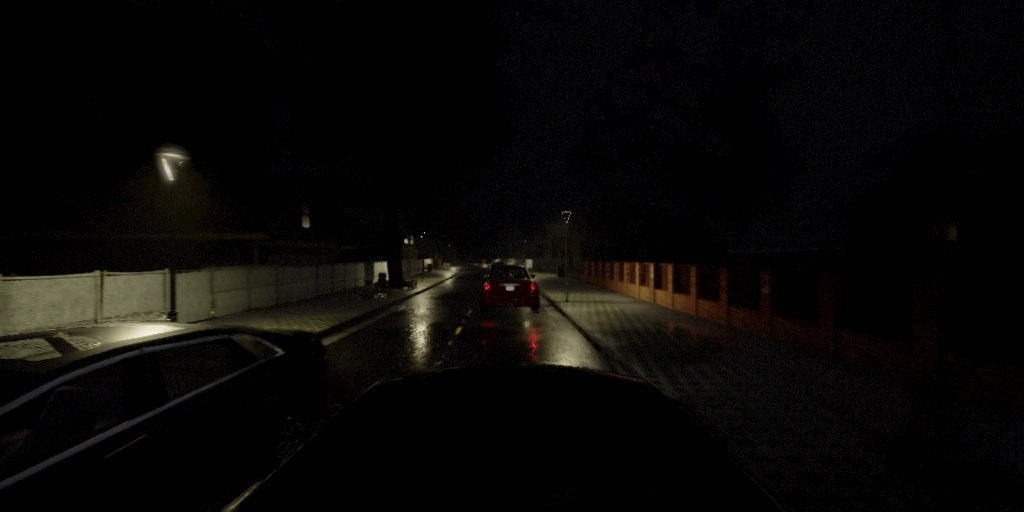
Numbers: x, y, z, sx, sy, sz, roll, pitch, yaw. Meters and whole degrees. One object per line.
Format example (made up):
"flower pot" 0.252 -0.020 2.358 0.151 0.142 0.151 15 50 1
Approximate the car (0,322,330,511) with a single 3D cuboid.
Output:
"car" -2.876 1.245 1.902 2.128 1.511 4.902 0 0 0

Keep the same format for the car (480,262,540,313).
"car" -0.115 1.127 14.384 2.097 1.767 4.553 0 0 -1

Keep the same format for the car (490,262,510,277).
"car" -1.306 1.359 37.320 1.812 1.442 4.674 0 0 -4
